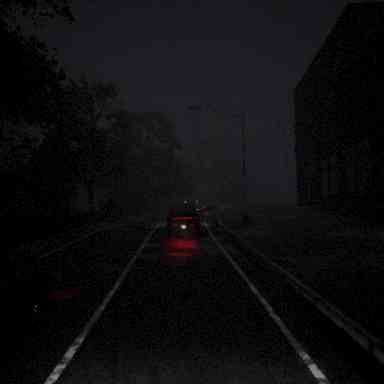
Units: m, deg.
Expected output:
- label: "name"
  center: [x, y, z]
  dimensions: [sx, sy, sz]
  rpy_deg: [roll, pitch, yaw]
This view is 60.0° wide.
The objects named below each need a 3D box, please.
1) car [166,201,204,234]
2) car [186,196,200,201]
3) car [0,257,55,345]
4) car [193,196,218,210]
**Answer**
- label: "car"
  center: [-0.472, 1.514, 19.453]
  dimensions: [1.837, 1.490, 4.892]
  rpy_deg: [0, 0, -1]
- label: "car"
  center: [0.467, 1.334, 46.887]
  dimensions: [2.097, 1.767, 4.553]
  rpy_deg: [-2, 0, 21]
- label: "car"
  center: [-3.438, 1.558, 3.963]
  dimensions: [2.033, 1.411, 5.357]
  rpy_deg: [0, 0, -1]
- label: "car"
  center: [1.924, 1.504, 40.666]
  dimensions: [1.895, 1.301, 4.718]
  rpy_deg: [-2, 0, 15]
